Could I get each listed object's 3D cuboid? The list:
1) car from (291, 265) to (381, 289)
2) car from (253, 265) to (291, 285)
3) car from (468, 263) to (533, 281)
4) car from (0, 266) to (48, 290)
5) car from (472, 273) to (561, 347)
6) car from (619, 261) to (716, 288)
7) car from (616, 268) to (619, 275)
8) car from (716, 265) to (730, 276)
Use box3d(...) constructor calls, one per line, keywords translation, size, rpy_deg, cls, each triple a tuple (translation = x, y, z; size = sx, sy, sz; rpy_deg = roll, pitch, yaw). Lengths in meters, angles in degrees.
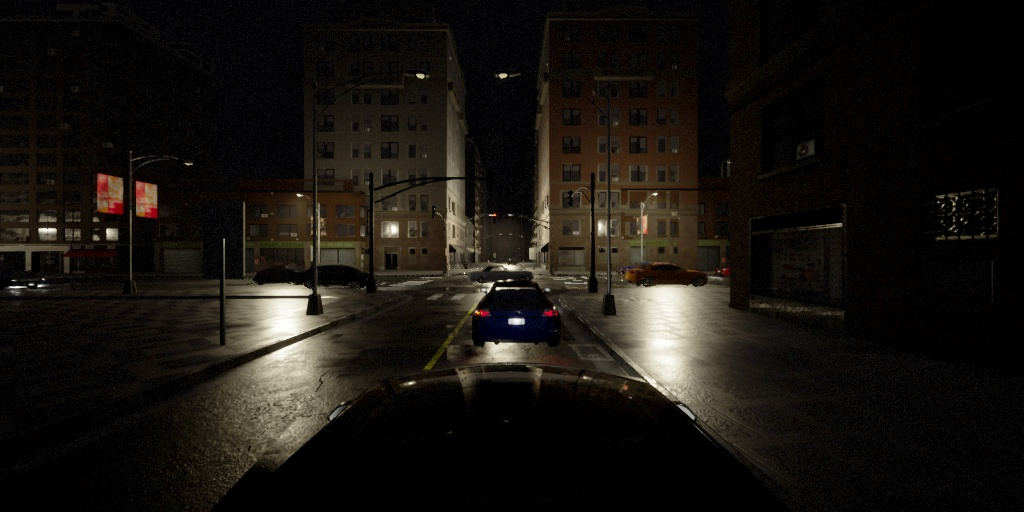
box3d(translation=(-10.678, 1.288, 22.392), size=(4.892, 1.490, 1.837), rpy_deg=(0, 0, 4), cls="car")
box3d(translation=(-16.157, 1.369, 25.905), size=(4.181, 1.385, 1.994), rpy_deg=(0, 0, 0), cls="car")
box3d(translation=(-0.725, 1.344, 25.978), size=(4.718, 1.301, 1.895), rpy_deg=(0, 0, 0), cls="car")
box3d(translation=(-32.926, 1.413, 22.581), size=(5.357, 1.411, 2.033), rpy_deg=(0, 0, 0), cls="car")
box3d(translation=(0.098, 1.314, 9.373), size=(1.994, 1.385, 4.181), rpy_deg=(0, 0, 0), cls="car")
box3d(translation=(9.771, 1.178, 22.776), size=(5.008, 1.535, 1.882), rpy_deg=(0, 0, 0), cls="car")
box3d(translation=(11.866, 1.217, 32.735), size=(4.674, 1.442, 1.812), rpy_deg=(0, 0, 0), cls="car")
box3d(translation=(20.905, 1.225, 32.772), size=(4.181, 1.385, 1.994), rpy_deg=(0, 0, 0), cls="car")
